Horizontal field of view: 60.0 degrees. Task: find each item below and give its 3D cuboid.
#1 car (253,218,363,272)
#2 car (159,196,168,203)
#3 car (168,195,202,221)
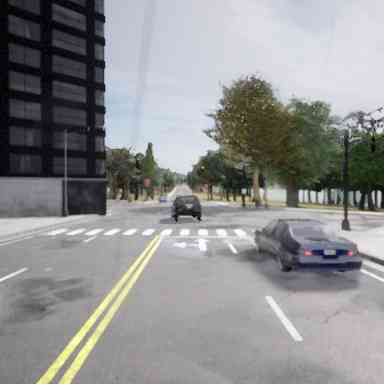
[{"bbox_3d":[3.366,1.554,10.781,2.033,1.411,5.357,0,0,-1],"label":"car"},{"bbox_3d":[-7.656,2.119,87.467,1.882,1.535,5.008,0,-1,-2],"label":"car"},{"bbox_3d":[-0.559,1.286,28.271,2.150,2.045,5.566,0,0,-7],"label":"car"}]
